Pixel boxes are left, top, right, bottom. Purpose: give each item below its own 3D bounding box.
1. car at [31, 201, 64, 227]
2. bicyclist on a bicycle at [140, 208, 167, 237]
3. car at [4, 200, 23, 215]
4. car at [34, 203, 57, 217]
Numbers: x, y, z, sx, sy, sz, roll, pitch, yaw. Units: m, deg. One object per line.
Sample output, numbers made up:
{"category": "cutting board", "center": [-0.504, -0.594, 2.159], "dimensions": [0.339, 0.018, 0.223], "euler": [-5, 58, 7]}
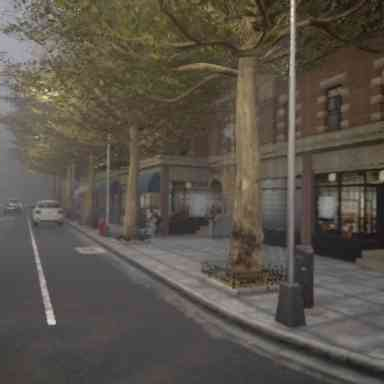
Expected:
{"category": "car", "center": [-12.065, 1.733, 27.731], "dimensions": [2.435, 2.045, 5.566], "euler": [2, -2, -27]}
{"category": "bicyclist on a bicycle", "center": [-2.164, 1.762, 18.876], "dimensions": [1.656, 1.620, 0.582], "euler": [2, -2, -27]}
{"category": "car", "center": [-23.189, 2.186, 43.076], "dimensions": [2.128, 1.511, 4.902], "euler": [2, -2, -26]}
{"category": "car", "center": [-18.049, 2.213, 40.798], "dimensions": [2.231, 1.521, 4.892], "euler": [2, -2, -27]}
